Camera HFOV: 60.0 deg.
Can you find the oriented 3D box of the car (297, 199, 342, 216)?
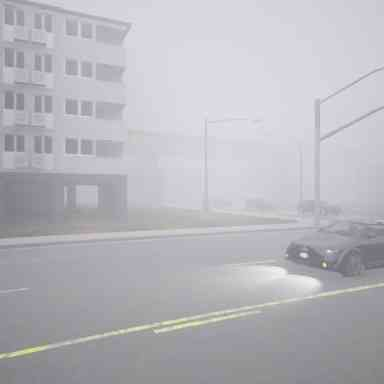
[{"bbox_3d":[12.713,1.505,33.453,1.837,1.490,4.892,0,0,-25],"label":"car"}]

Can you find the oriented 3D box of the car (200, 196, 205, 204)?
[{"bbox_3d":[2.534,1.505,61.434,1.837,1.490,4.892,0,0,3],"label":"car"}]

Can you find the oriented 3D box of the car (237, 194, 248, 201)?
[{"bbox_3d":[11.176,1.540,75.348,2.033,1.411,5.357,0,0,41],"label":"car"}]

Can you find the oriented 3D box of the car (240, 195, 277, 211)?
[{"bbox_3d":[8.660,1.492,42.017,2.128,1.511,4.902,0,0,-25],"label":"car"}]

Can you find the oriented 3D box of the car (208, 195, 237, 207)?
[{"bbox_3d":[4.509,1.505,51.301,1.837,1.490,4.892,0,0,-21],"label":"car"}]

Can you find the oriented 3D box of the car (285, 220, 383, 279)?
[{"bbox_3d":[4.916,1.564,10.030,4.181,1.385,1.994,0,0,-24],"label":"car"}]
